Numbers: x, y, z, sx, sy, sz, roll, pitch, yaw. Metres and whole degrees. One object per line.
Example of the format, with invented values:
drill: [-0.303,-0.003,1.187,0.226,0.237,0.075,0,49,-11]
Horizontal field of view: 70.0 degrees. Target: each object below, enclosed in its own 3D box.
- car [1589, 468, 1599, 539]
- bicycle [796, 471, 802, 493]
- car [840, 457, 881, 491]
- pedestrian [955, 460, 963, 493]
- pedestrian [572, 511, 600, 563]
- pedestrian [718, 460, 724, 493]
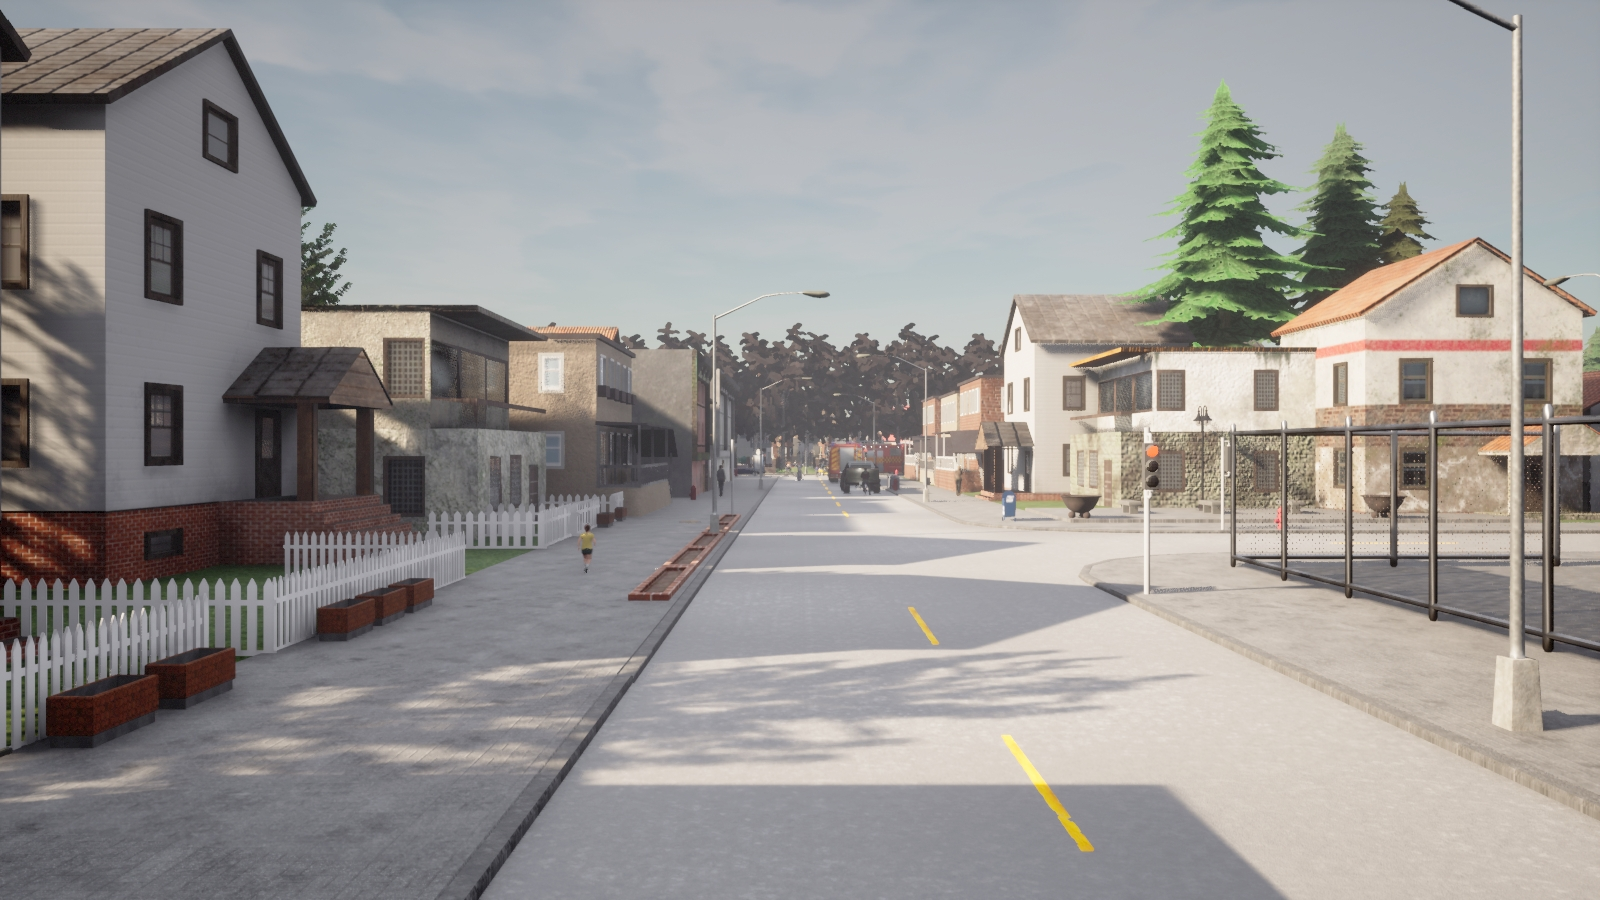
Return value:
car: [25.944,1.560,32.437,5.566,2.045,2.150,0,0,1]
bicycle: [-0.067,1.940,69.737,0.329,1.271,1.835,0,0,0]
car: [3.979,1.534,75.783,2.390,2.098,6.274,0,0,0]
pedestrian: [9.128,1.524,65.634,0.375,1.860,0.375,0,0,0]
pedestrian: [-4.706,1.905,25.161,0.500,1.100,0.500,0,0,4]
pedestrian: [-4.570,1.524,65.987,0.375,1.860,0.375,0,0,-4]
